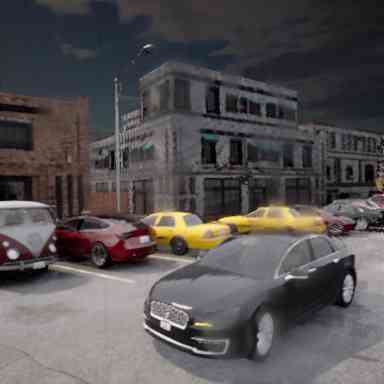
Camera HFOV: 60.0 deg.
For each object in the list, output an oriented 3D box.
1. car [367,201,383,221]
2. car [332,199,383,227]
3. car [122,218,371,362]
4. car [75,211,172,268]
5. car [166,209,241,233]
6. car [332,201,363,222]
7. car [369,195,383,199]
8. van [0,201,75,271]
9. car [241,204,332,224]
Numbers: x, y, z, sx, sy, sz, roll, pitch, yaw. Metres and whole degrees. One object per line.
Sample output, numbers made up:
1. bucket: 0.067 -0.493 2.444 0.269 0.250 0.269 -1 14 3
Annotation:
1. car: 15.831 1.387 24.812 4.674 1.452 2.002 -1 -1 35
2. car: 8.657 1.385 19.711 4.892 1.521 2.231 -1 0 35
3. car: 1.383 1.479 6.053 4.892 1.490 1.837 -1 0 -45
4. car: -3.332 1.495 11.246 4.792 1.488 2.163 -1 0 35
5. car: -1.067 1.448 13.037 5.366 1.575 1.946 -1 0 35
6. car: 6.284 1.428 17.997 4.792 1.488 2.163 -1 -1 35
7. car: 11.022 1.244 21.441 4.553 1.767 2.185 -1 -1 35
8. van: -5.600 1.254 9.469 4.442 1.987 1.878 -1 -1 35
9. car: 3.714 1.414 16.427 5.366 1.575 1.946 -1 0 35
